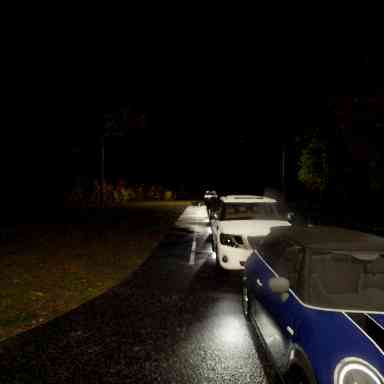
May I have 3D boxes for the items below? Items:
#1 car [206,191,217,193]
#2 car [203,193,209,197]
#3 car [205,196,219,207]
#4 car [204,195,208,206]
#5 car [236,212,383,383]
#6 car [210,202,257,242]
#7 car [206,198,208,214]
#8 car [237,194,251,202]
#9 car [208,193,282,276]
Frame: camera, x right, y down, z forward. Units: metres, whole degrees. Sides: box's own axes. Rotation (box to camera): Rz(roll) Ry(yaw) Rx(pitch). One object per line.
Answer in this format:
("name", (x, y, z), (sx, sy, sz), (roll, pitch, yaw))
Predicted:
("car", (3.080, 0.938, 54.390), (2.150, 2.045, 5.566), (0, 0, 3))
("car", (2.645, 1.274, 41.550), (2.128, 1.511, 4.902), (0, 0, 2))
("car", (2.862, 1.314, 47.958), (1.994, 1.385, 4.181), (0, 0, 3))
("car", (2.282, 1.322, 29.297), (1.882, 1.535, 5.008), (0, 0, 2))
("car", (1.941, 1.338, 4.111), (2.097, 1.767, 4.553), (0, 0, 0))
("car", (1.928, 1.384, 16.797), (1.882, 1.535, 5.008), (0, 0, 2))
("car", (2.106, 1.380, 23.044), (1.837, 1.490, 4.892), (0, 0, 2))
("car", (10.353, 1.198, 66.798), (2.033, 1.411, 5.357), (0, 0, 2))
("car", (1.759, 1.160, 10.458), (2.150, 2.045, 5.566), (0, 0, 1))
